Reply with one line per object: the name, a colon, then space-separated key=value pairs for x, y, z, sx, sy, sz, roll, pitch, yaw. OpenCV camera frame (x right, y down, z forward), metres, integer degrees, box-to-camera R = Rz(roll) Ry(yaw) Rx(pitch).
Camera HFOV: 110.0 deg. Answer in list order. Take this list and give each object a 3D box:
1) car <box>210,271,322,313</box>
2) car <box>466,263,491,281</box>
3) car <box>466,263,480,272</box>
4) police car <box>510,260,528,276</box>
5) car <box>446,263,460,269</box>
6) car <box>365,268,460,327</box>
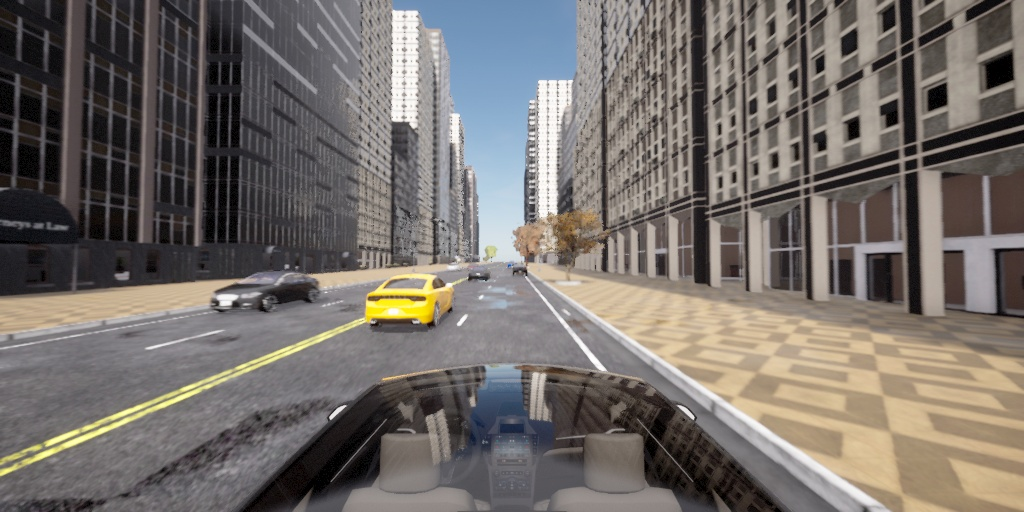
car: x=-9.845 y=1.387 z=14.791 sx=2.128 sy=1.511 sz=4.902 roll=0 pitch=-1 yaw=0
car: x=-3.174 y=1.689 z=35.549 sx=1.994 sy=1.385 sz=4.181 roll=0 pitch=-1 yaw=0
car: x=-6.545 y=1.923 z=60.117 sx=1.812 sy=1.442 sz=4.674 roll=0 pitch=-1 yaw=1
police car: x=0.967 y=1.649 z=44.539 sx=1.930 sy=1.638 sz=5.238 roll=0 pitch=-1 yaw=0
car: x=-9.790 y=1.922 z=60.049 sx=1.812 sy=1.442 sz=4.674 roll=0 pitch=-1 yaw=1
car: x=-3.152 y=1.341 z=12.011 sx=1.882 sy=1.535 sz=5.008 roll=0 pitch=0 yaw=0
